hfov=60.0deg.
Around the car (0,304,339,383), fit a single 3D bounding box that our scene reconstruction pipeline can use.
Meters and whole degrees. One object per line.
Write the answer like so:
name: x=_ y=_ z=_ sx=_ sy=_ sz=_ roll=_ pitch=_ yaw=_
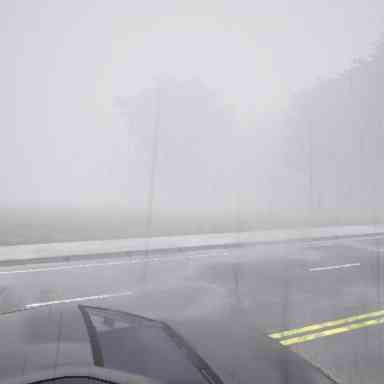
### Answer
car: x=-0.811 y=1.564 z=2.205 sx=4.181 sy=1.385 sz=1.994 roll=0 pitch=0 yaw=-24
